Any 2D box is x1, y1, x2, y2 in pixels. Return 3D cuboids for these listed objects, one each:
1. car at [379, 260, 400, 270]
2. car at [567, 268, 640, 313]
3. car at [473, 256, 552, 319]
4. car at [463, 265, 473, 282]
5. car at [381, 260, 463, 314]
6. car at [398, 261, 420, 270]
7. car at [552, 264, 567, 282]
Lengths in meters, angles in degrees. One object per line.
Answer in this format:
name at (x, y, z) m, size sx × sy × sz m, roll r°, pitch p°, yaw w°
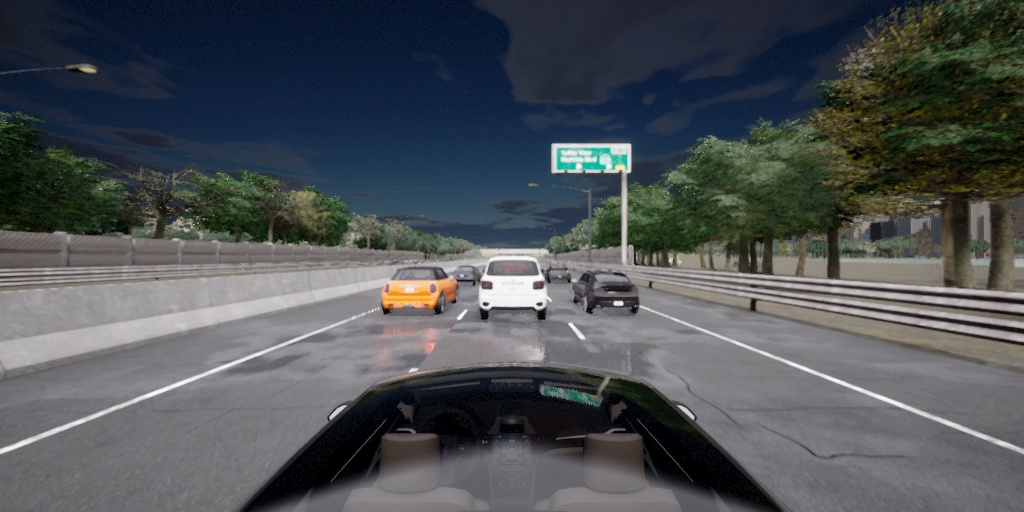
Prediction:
car at (-20.665, 1.488, 60.764) m, size 1.837 × 1.490 × 4.892 m, roll 0°, pitch 0°, yaw 1°
car at (3.564, 1.323, 14.331) m, size 1.837 × 1.490 × 4.892 m, roll 0°, pitch 0°, yaw 1°
car at (0.050, 1.035, 13.242) m, size 2.150 × 2.045 × 5.566 m, roll 0°, pitch 0°, yaw 1°
car at (-3.404, 1.414, 27.133) m, size 2.033 × 1.411 × 5.357 m, roll 0°, pitch 0°, yaw 1°
car at (-3.436, 1.167, 14.236) m, size 2.097 × 1.767 × 4.553 m, roll 0°, pitch 0°, yaw 1°
car at (-17.176, 1.530, 60.118) m, size 2.033 × 1.411 × 5.357 m, roll 0°, pitch 0°, yaw 1°
car at (3.628, 1.367, 29.333) m, size 2.128 × 1.511 × 4.902 m, roll 0°, pitch 0°, yaw 1°
